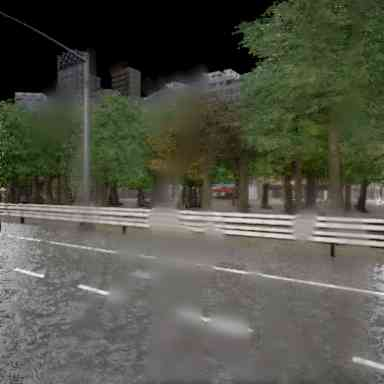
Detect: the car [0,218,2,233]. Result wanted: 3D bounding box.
[{"bbox_3d":[-11.073,1.484,16.088,4.902,1.511,2.128,0,0,36],"label":"car"}]
